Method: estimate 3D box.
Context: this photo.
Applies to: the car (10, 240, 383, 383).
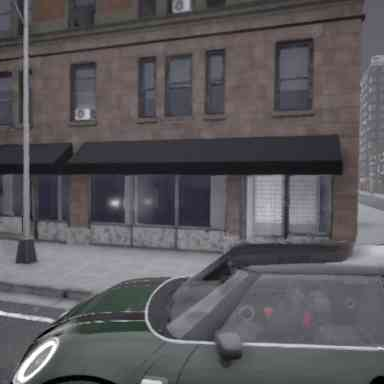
[{"bbox_3d":[0.767,1.283,3.117,4.553,1.767,2.097,1,1,6],"label":"car"}]
